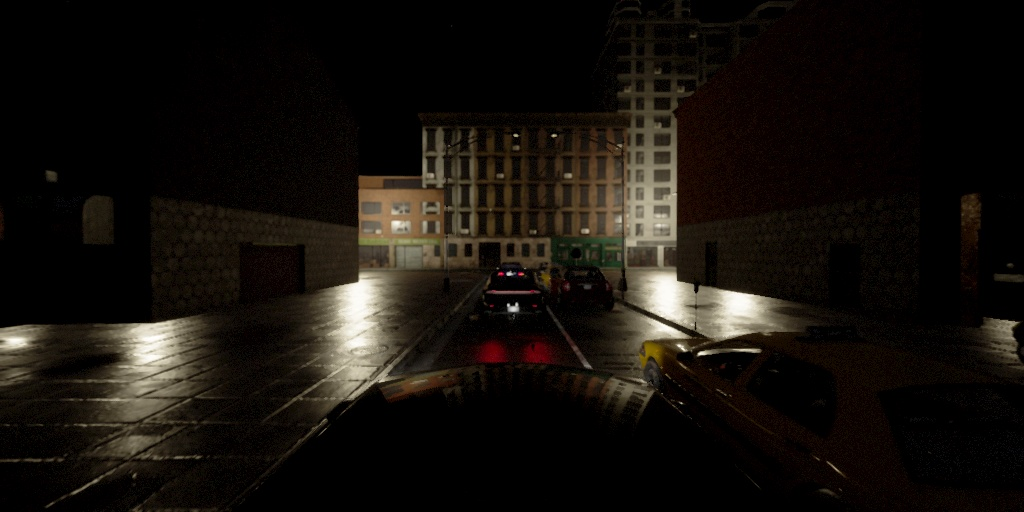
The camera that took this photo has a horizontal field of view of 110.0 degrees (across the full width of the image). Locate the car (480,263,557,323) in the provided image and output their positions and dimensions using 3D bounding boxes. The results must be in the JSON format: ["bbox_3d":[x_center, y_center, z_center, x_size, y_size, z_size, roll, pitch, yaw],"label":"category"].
[{"bbox_3d":[0.019,1.140,11.709,2.128,1.511,4.902,0,1,0],"label":"car"}]

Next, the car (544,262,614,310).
[{"bbox_3d":[2.537,1.065,14.012,1.967,1.591,4.097,0,0,0],"label":"car"}]

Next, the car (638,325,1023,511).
[{"bbox_3d":[2.626,1.261,3.232,1.751,1.417,4.829,0,0,0],"label":"car"}]
